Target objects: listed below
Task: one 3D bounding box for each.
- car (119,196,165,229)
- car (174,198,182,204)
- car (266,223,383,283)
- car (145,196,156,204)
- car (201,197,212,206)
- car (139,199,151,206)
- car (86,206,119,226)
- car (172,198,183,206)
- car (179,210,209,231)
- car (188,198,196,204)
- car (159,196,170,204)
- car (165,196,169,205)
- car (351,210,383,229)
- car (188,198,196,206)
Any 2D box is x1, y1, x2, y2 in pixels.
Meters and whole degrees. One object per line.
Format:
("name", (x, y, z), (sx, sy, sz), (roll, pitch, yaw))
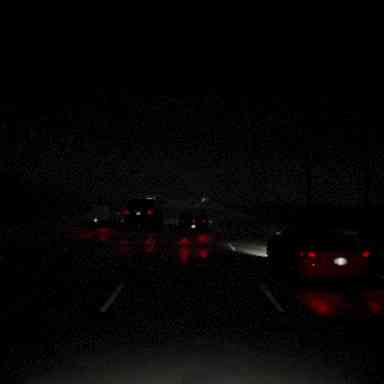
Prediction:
("car", (-3.406, 1.484, 23.799), (2.150, 2.045, 5.566), (0, 0, 0))
("car", (-3.517, 2.269, 85.507), (1.837, 1.490, 4.892), (0, -1, 0))
("car", (3.599, 1.675, 10.068), (1.994, 1.385, 4.181), (0, -1, 0))
("car", (-10.517, 1.994, 85.539), (2.150, 2.045, 5.566), (0, -1, 0))
("car", (3.485, 2.337, 75.643), (1.812, 1.442, 4.674), (0, -1, 0))
("car", (-10.515, 2.339, 75.085), (2.128, 1.511, 4.902), (0, -1, 0))
("car", (-6.904, 1.812, 26.135), (1.812, 1.442, 4.674), (0, 0, 0))
("car", (-3.515, 2.282, 75.086), (1.882, 1.535, 5.008), (0, -1, 0))
("car", (0.096, 1.850, 22.615), (1.895, 1.301, 4.718), (0, -1, 0))
("car", (-0.017, 2.247, 85.508), (1.882, 1.535, 5.008), (0, -1, 0))
("car", (-7.017, 1.994, 85.539), (2.150, 2.045, 5.566), (0, -1, 0))
("car", (-7.015, 2.029, 75.119), (2.150, 2.045, 5.566), (0, -1, 0))
("car", (11.054, 1.410, 16.693), (2.150, 2.045, 5.566), (0, 0, -42))
("car", (-0.015, 2.337, 75.642), (1.812, 1.442, 4.674), (0, -1, 0))
